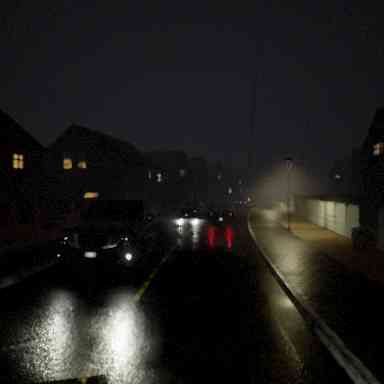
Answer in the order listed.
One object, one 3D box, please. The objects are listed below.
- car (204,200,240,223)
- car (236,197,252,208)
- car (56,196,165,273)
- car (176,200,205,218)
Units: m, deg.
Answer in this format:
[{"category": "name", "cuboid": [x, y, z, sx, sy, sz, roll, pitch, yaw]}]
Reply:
[{"category": "car", "cuboid": [2.285, 1.487, 24.210, 1.895, 1.301, 4.718, 0, 0, 9]}, {"category": "car", "cuboid": [6.598, 1.307, 42.776, 2.033, 1.411, 5.357, 0, 0, 16]}, {"category": "car", "cuboid": [-2.277, 1.190, 10.954, 2.150, 2.045, 5.566, 0, 0, 5]}, {"category": "car", "cuboid": [0.070, 1.398, 28.585, 2.033, 1.411, 5.357, 0, 0, 11]}]
